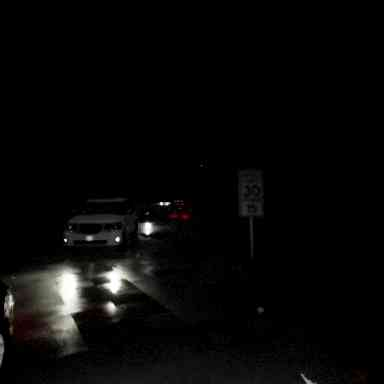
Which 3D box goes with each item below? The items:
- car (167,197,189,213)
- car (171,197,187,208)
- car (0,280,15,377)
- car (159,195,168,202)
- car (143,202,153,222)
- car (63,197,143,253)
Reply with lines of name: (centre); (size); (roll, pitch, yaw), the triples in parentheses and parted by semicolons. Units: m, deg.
car: (-1.397, 1.493, 37.010); (2.128, 1.511, 4.902); (-1, 0, -2)
car: (-1.895, 1.484, 48.789); (2.128, 1.511, 4.902); (-1, 0, -2)
car: (-3.141, 1.543, 2.439); (1.837, 1.490, 4.892); (-1, 0, -3)
car: (-5.979, 1.443, 72.275); (2.128, 1.511, 4.902); (-1, 0, -2)
car: (-4.165, 1.568, 26.979); (1.812, 1.442, 4.674); (-1, 1, -4)
car: (-3.646, 1.262, 14.288); (2.150, 2.045, 5.566); (0, 0, -2)
